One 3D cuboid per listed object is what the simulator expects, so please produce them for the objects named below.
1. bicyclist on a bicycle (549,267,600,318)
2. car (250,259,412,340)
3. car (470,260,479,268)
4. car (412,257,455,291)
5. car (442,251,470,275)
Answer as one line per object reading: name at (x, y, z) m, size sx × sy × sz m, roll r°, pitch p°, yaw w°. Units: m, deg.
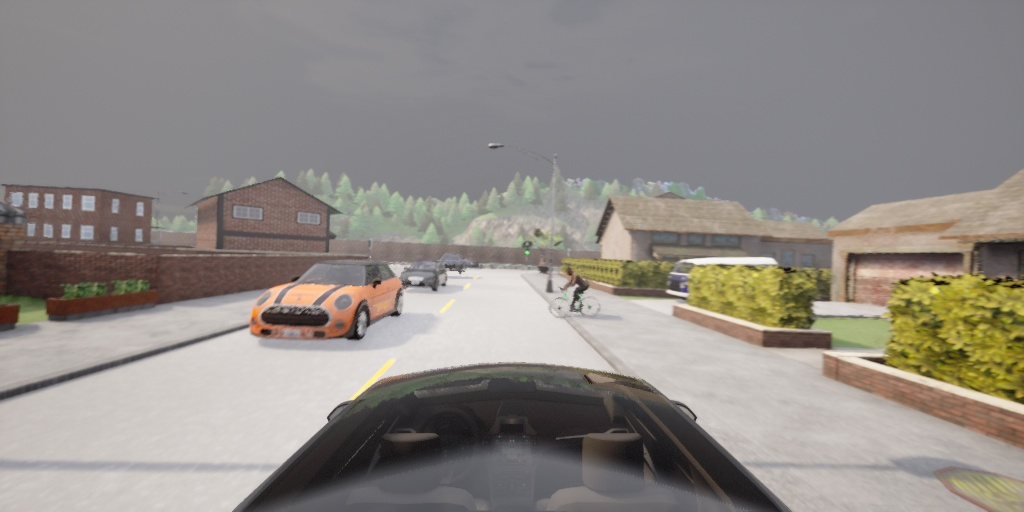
bicyclist on a bicycle at (2.001, 1.188, 11.481) m, size 1.656 × 1.620 × 0.582 m, roll -1°, pitch 0°, yaw -2°
car at (-4.290, 0.892, 9.146) m, size 2.097 × 1.767 × 4.553 m, roll 3°, pitch 0°, yaw -2°
car at (-7.028, 0.884, 47.816) m, size 5.357 × 1.411 × 2.033 m, roll 3°, pitch 0°, yaw 25°
car at (-4.659, 0.993, 19.520) m, size 2.128 × 1.511 × 4.902 m, roll 3°, pitch 0°, yaw -2°
car at (-4.913, 0.479, 29.267) m, size 2.097 × 1.767 × 4.553 m, roll 3°, pitch 0°, yaw -2°
